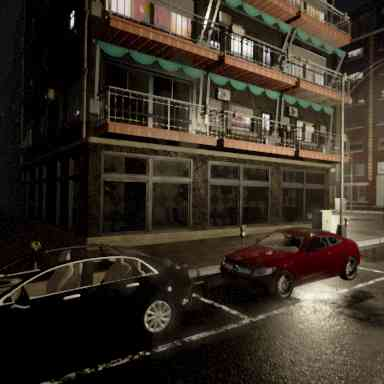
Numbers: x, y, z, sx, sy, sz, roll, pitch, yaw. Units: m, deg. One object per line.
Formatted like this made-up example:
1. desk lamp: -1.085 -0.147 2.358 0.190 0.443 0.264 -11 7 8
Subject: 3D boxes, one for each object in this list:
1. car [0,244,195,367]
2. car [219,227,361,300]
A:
1. car: -2.011 1.551 5.068 4.403 1.369 2.008 0 1 -36
2. car: 2.615 1.584 8.375 4.206 1.307 1.802 0 1 -36
